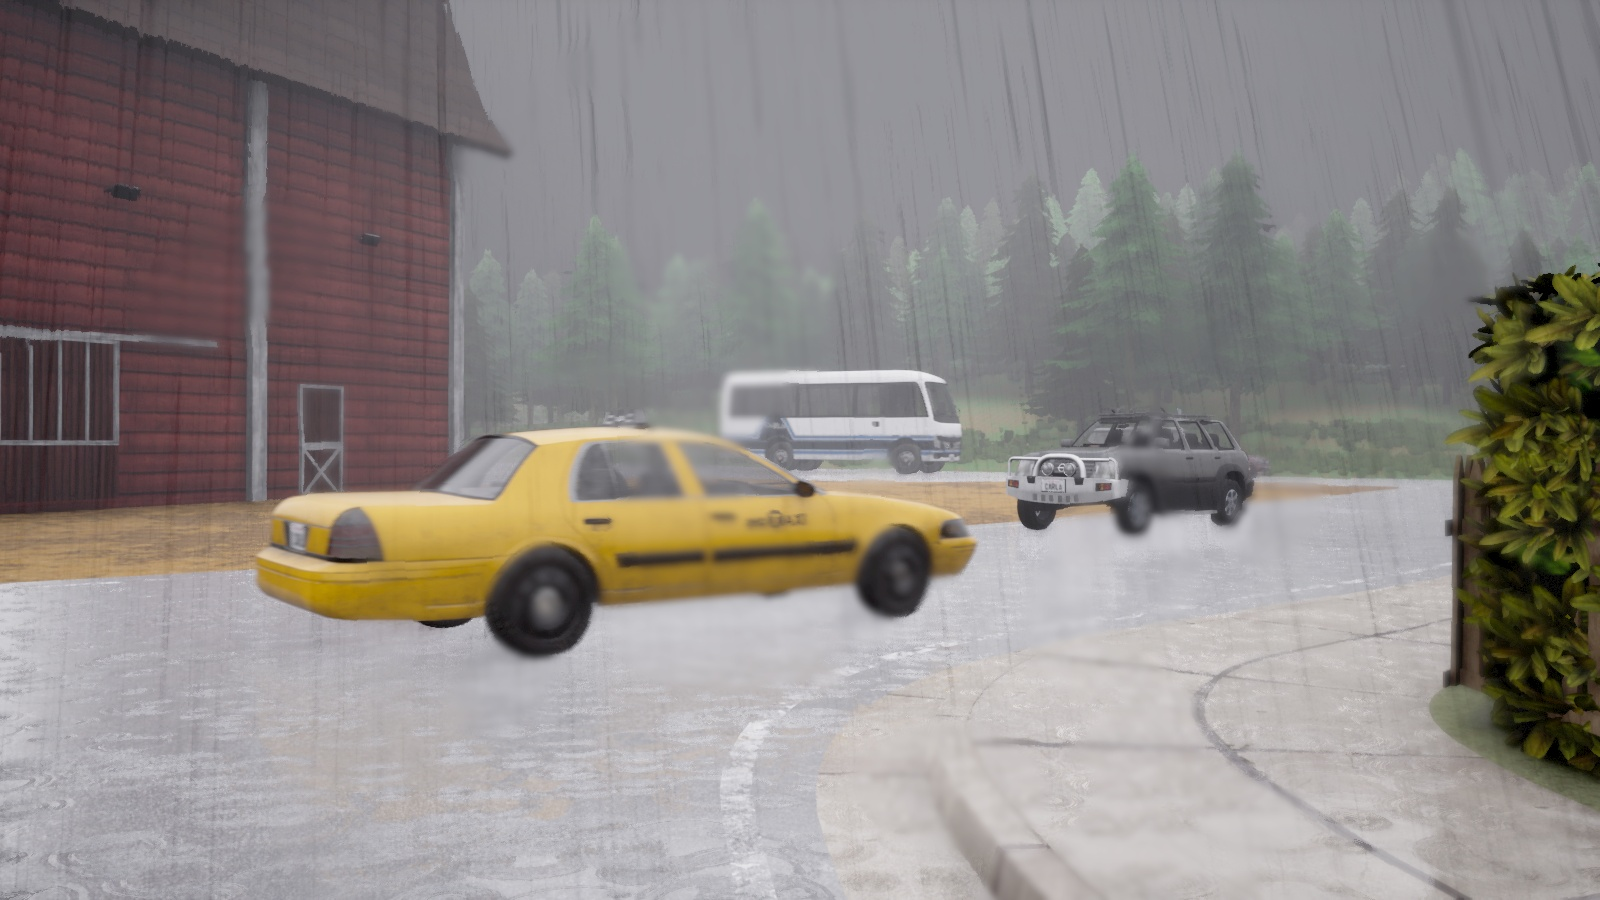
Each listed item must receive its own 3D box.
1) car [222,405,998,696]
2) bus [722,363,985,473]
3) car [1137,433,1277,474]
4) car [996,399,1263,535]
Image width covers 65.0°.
[{"bbox_3d":[-1.097,0.504,9.140,5.366,1.575,1.801,-1,1,-38],"label":"car"},{"bbox_3d":[2.195,-1.216,52.687,10.273,4.253,3.944,-1,0,26],"label":"bus"},{"bbox_3d":[15.045,0.118,46.463,4.674,1.442,1.812,0,0,27],"label":"car"},{"bbox_3d":[5.197,0.201,19.418,1.932,1.855,4.605,0,1,45],"label":"car"}]
